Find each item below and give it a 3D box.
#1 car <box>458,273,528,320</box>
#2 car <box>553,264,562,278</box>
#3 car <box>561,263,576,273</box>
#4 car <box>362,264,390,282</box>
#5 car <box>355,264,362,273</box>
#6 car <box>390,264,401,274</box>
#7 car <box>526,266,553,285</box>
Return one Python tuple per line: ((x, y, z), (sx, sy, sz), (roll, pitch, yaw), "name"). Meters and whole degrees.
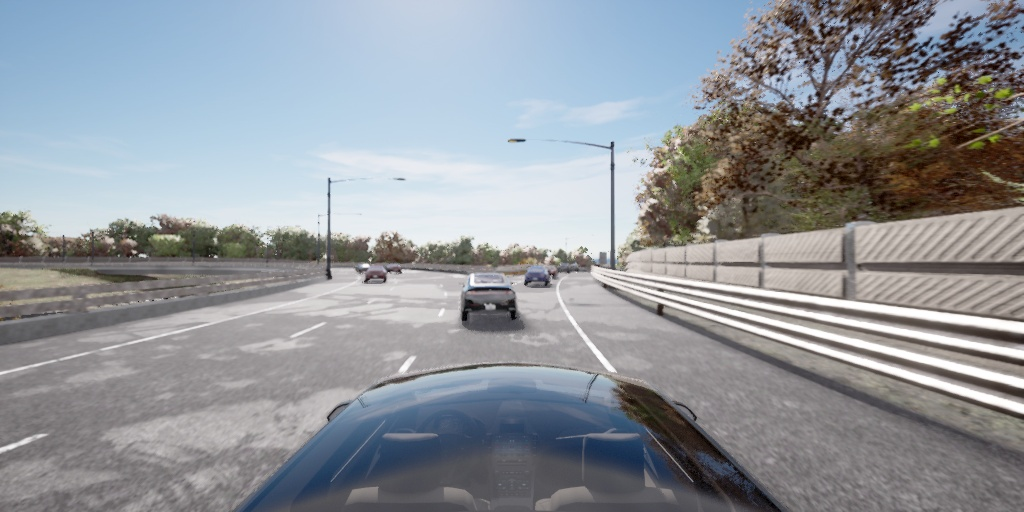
((-0.941, 1.374, 13.331), (2.128, 1.511, 4.902), (0, -1, -7), "car")
((4.181, 1.787, 40.601), (1.895, 1.301, 4.718), (0, -1, 12), "car")
((8.374, 1.903, 56.784), (2.128, 1.511, 4.902), (0, -1, 15), "car")
((-12.720, 1.654, 33.720), (1.812, 1.442, 4.674), (0, -1, -18), "car")
((-23.034, 1.938, 55.655), (2.033, 1.411, 5.357), (0, -1, -32), "car")
((-17.787, 1.885, 53.547), (1.812, 1.442, 4.674), (0, -1, -29), "car")
((2.102, 1.586, 29.323), (1.812, 1.442, 4.674), (0, -1, 9), "car")
